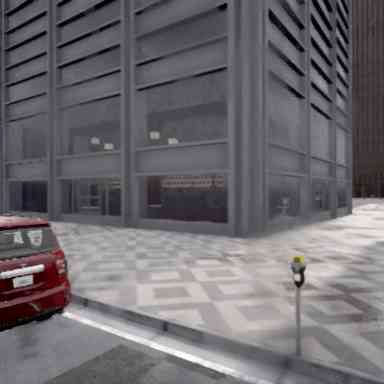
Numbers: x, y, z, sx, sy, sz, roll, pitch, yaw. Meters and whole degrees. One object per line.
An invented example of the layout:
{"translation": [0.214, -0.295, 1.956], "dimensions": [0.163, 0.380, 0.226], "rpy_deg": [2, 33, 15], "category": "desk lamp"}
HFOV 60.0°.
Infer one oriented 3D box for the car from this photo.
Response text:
{"translation": [-4.278, 1.319, 5.974], "dimensions": [5.009, 1.841, 2.192], "rpy_deg": [0, 0, 35], "category": "car"}
